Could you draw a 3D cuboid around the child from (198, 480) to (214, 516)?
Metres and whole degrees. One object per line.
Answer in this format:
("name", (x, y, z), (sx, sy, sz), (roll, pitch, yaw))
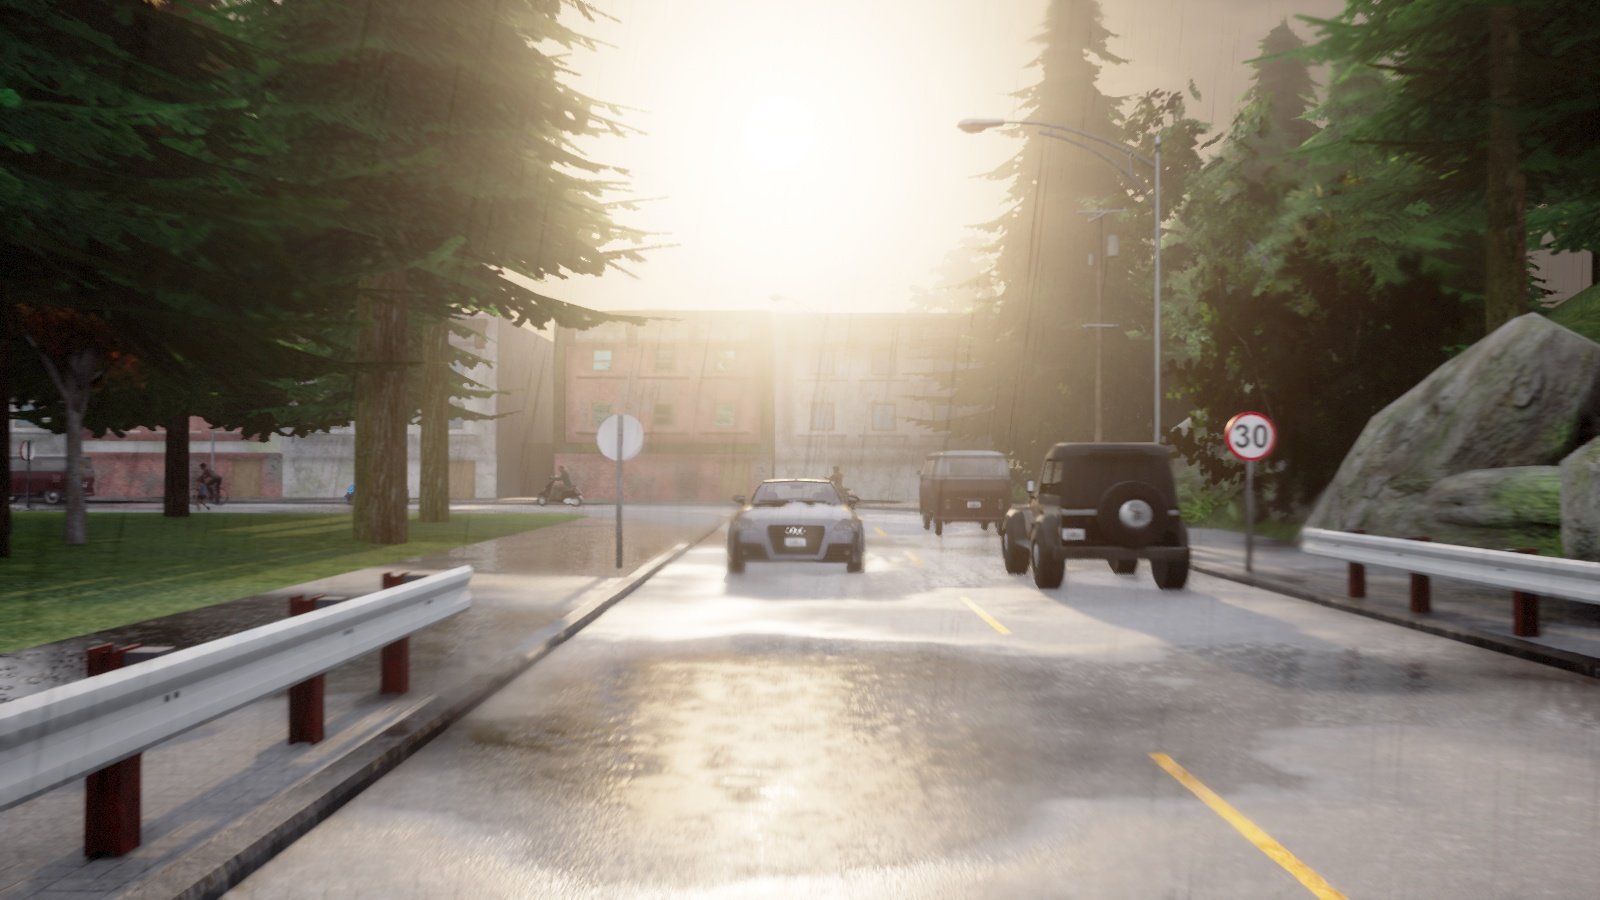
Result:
("child", (-18.881, 1.523, 39.935), (0.394, 1.110, 0.255), (-1, -1, 19))

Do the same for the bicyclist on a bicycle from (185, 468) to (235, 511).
("bicyclist on a bicycle", (-22.799, 1.520, 48.546), (1.656, 1.620, 0.582), (-1, -1, 0))

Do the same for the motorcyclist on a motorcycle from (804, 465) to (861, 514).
("motorcyclist on a motorcycle", (1.121, 1.363, 44.081), (0.766, 1.649, 2.350), (-1, 0, -34))

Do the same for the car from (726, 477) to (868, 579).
("car", (-0.046, 1.144, 19.704), (1.994, 1.385, 4.181), (0, -1, 0))

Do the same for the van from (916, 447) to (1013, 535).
("van", (3.926, 0.968, 30.672), (1.775, 1.987, 4.442), (0, -1, 0))

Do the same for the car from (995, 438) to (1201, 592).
("car", (3.958, 0.828, 17.360), (1.905, 1.878, 3.866), (0, -1, 0))

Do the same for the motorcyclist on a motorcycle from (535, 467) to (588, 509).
("motorcyclist on a motorcycle", (-9.191, 1.463, 48.404), (1.817, 1.590, 0.866), (1, -1, 3))

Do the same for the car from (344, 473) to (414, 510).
("car", (-16.233, 1.595, 48.509), (2.207, 1.376, 1.481), (0, -1, 1))

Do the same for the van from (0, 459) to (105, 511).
("van", (-29.611, 1.347, 48.574), (4.442, 1.987, 1.775), (0, -1, 0))
